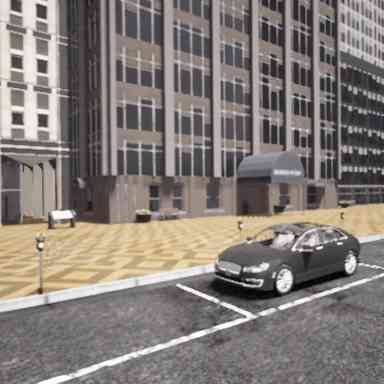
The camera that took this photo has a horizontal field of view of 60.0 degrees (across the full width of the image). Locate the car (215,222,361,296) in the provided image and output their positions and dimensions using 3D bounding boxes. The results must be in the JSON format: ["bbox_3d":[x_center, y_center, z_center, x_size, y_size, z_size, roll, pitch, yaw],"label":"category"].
[{"bbox_3d":[2.547,1.480,8.389,4.403,1.369,2.008,-1,0,-36],"label":"car"}]
